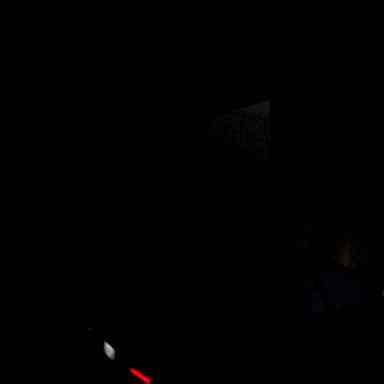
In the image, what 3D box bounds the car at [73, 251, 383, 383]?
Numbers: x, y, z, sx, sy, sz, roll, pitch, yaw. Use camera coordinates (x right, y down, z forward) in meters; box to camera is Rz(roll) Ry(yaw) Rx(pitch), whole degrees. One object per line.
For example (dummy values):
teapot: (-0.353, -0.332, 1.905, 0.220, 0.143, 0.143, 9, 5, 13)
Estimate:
car: (1.247, 1.582, 4.635, 5.357, 1.411, 2.033, 1, 0, -35)
